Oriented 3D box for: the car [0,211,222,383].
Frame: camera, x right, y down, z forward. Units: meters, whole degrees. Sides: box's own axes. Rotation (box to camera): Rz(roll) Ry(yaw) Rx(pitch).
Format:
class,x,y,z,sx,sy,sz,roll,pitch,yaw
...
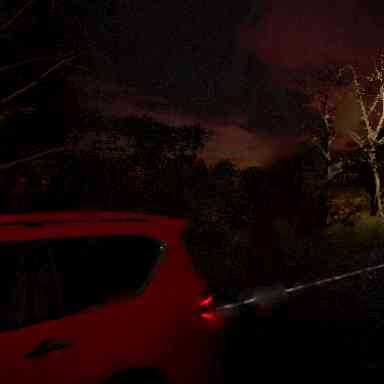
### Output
class,x,y,z,sx,sy,sz,roll,pitch,yaw
car,-2.326,1.222,2.331,5.566,2.045,2.150,0,0,-35
